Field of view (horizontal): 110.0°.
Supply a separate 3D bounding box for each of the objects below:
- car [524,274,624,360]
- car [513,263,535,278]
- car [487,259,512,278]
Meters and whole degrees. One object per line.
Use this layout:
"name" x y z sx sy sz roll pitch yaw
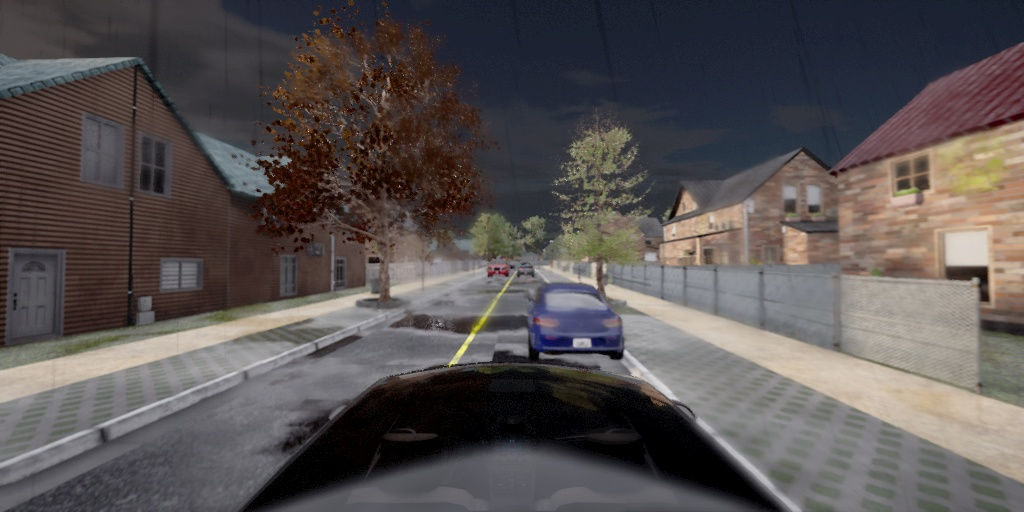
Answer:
"car" 1.271 1.328 8.381 1.812 1.442 4.674 0 0 2
"car" 1.510 1.565 39.245 2.128 1.511 4.902 0 -1 2
"car" -1.427 1.306 39.209 2.150 2.045 5.566 0 -1 2
